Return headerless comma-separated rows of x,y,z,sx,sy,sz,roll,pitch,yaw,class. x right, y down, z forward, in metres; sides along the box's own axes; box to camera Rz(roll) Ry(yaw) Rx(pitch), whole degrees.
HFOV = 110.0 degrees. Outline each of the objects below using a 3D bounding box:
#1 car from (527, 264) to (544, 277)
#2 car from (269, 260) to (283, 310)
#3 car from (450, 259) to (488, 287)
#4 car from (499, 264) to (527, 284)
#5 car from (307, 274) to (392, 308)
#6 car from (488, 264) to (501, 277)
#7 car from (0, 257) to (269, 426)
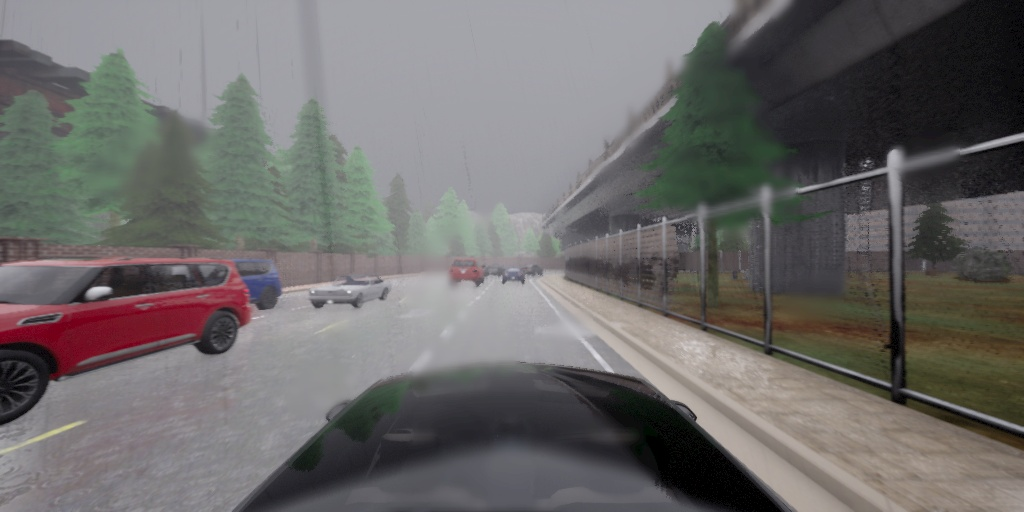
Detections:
2.493,1.729,43.812,1.837,1.490,4.892,0,0,21,car
-10.594,1.095,12.594,2.150,2.045,5.566,0,-1,0,car
-3.416,1.264,28.030,2.150,2.045,5.566,0,-1,1,car
0.161,1.604,30.955,1.812,1.442,4.674,0,-1,2,car
-7.086,1.513,16.193,1.895,1.301,4.718,0,-1,0,car
-1.683,1.701,42.618,2.128,1.511,4.902,0,-1,17,car
-7.102,1.019,6.011,2.150,2.045,5.566,0,-1,0,car
